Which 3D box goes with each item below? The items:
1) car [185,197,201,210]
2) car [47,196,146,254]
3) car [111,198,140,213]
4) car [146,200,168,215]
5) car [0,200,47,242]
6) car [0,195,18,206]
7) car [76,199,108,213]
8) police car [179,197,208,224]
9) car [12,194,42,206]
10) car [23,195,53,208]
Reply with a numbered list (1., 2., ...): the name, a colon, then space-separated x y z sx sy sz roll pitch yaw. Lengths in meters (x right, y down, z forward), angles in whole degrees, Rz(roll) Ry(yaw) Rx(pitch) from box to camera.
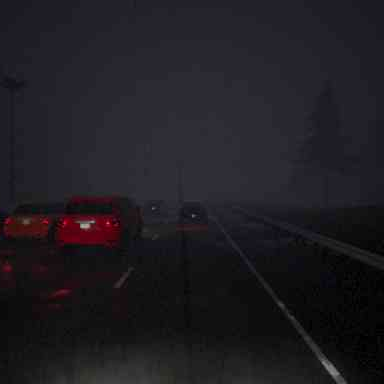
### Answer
1. car: 0.096 1.336 41.323 1.812 1.442 4.674 0 0 0
2. car: -3.401 1.160 13.258 2.150 2.045 5.566 0 0 0
3. car: -6.903 1.385 35.267 2.033 1.411 5.357 0 0 0
4. car: -3.403 1.419 31.510 1.994 1.385 4.181 0 0 0
5. car: -6.902 1.278 15.984 2.097 1.767 4.553 0 0 0
6. car: -28.072 1.266 49.066 2.128 1.511 4.902 0 0 0
7. car: -10.404 1.440 34.918 1.895 1.301 4.718 0 0 0
8. police car: 0.098 1.316 23.794 1.930 1.638 5.238 0 0 0
9. car: -24.574 1.125 49.703 2.097 1.767 4.553 0 0 0
10. car: -21.086 1.267 45.841 1.882 1.535 5.008 0 0 0
